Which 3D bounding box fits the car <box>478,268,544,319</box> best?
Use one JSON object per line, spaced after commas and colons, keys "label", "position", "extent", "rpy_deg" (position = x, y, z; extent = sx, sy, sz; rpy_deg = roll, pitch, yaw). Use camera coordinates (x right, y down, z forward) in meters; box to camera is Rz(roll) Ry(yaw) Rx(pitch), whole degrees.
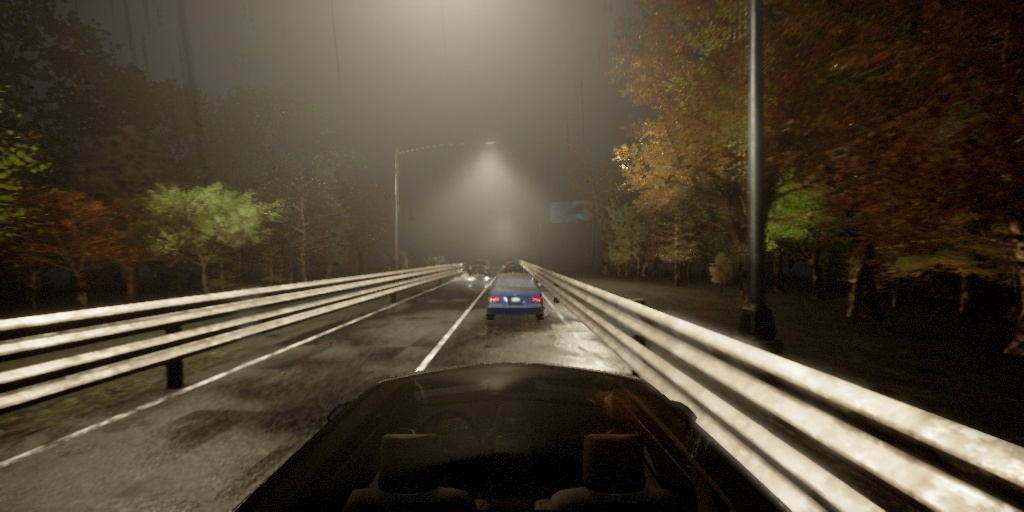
{"label": "car", "position": [0.102, 1.313, 12.866], "extent": [2.033, 1.411, 5.357], "rpy_deg": [0, 0, 0]}

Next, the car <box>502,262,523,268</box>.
{"label": "car", "position": [0.090, 1.315, 36.317], "extent": [1.837, 1.490, 4.892], "rpy_deg": [0, 0, 0]}

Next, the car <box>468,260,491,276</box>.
{"label": "car", "position": [-3.351, 1.164, 37.312], "extent": [2.097, 1.767, 4.553], "rpy_deg": [0, 0, 0]}
